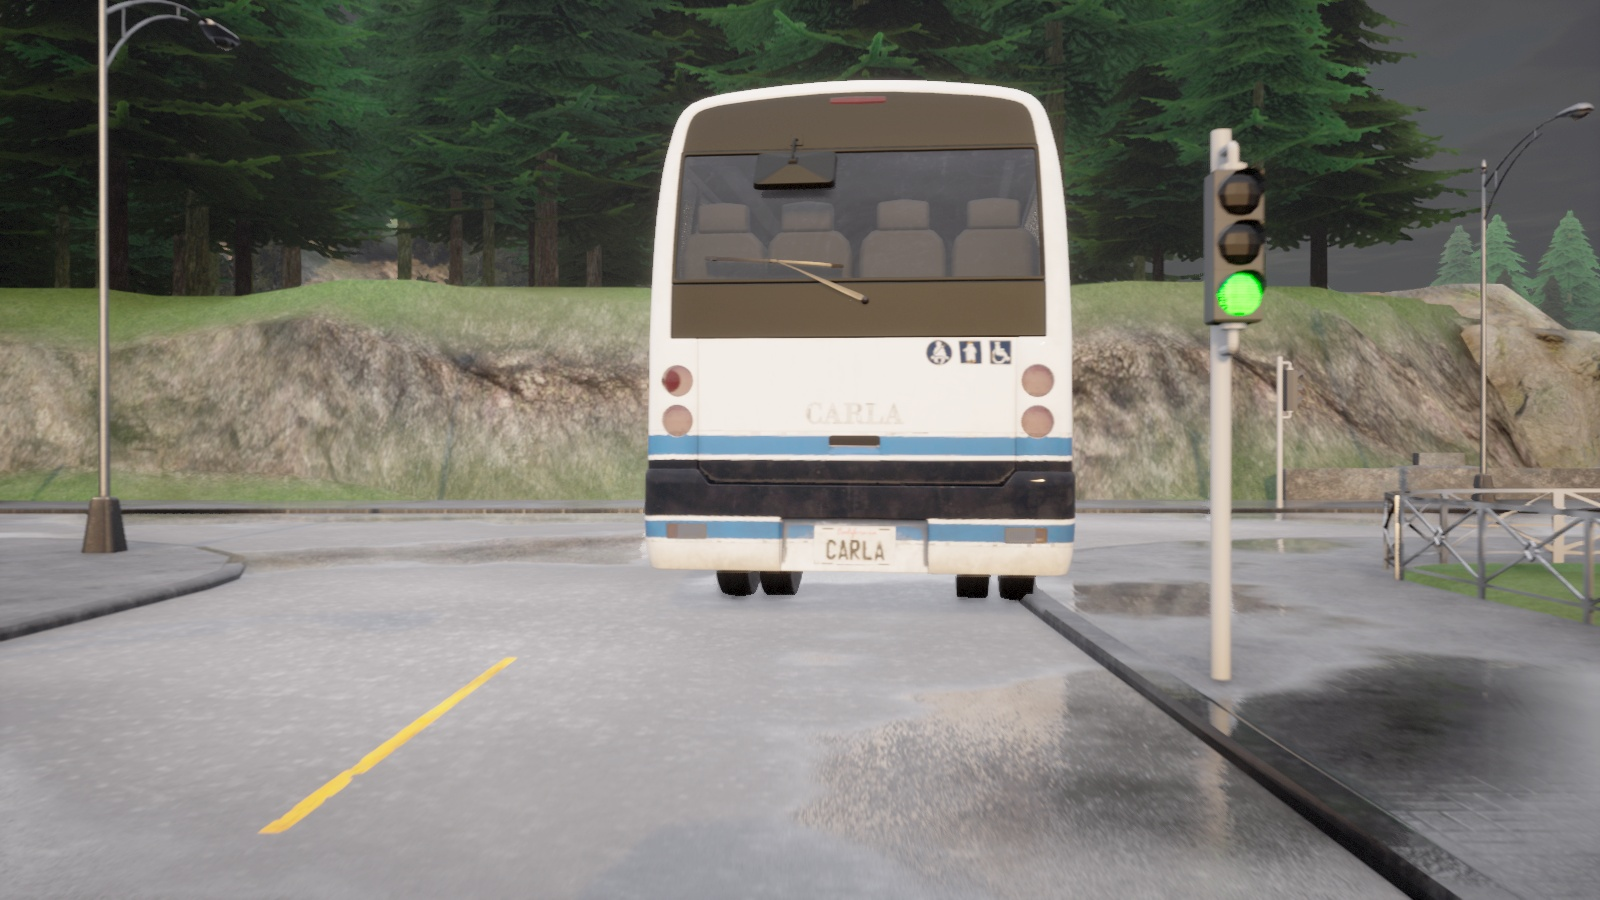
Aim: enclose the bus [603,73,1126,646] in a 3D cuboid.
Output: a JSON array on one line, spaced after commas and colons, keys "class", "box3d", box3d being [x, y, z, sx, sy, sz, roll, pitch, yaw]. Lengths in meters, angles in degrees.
[{"class": "bus", "box3d": [1.040, -0.711, 14.647, 3.944, 4.253, 10.273, 0, 0, 7]}]
